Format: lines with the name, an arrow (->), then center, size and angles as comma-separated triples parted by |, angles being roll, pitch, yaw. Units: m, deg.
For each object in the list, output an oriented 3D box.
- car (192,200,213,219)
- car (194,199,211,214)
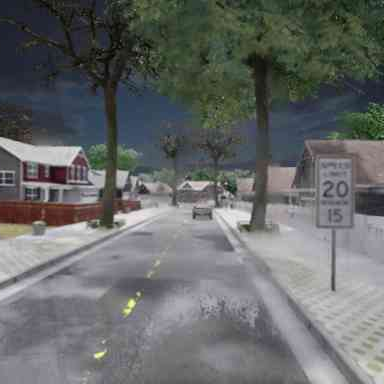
car -> 1.017, 1.808, 32.299 | 2.128, 1.511, 4.902 | 1, -1, 2
car -> 1.337, 1.843, 43.499 | 2.097, 1.767, 4.553 | 1, -1, 2
